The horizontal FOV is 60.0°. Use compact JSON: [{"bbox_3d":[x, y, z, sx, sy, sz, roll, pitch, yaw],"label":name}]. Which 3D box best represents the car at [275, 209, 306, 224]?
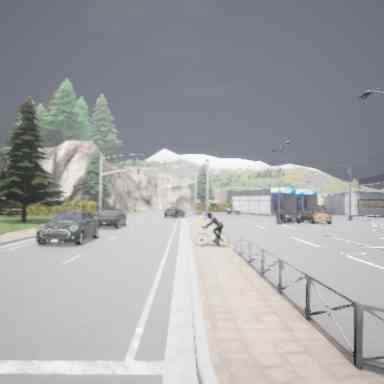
[{"bbox_3d":[10.738,2.698,37.427,2.007,1.523,4.514,1,-2,-1],"label":"car"}]

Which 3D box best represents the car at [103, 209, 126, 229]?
[{"bbox_3d":[-6.819,2.221,28.169,1.882,1.535,5.008,1,-2,-1],"label":"car"}]

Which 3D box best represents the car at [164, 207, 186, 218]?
[{"bbox_3d":[-2.377,2.910,47.510,2.128,1.511,4.902,0,-2,18],"label":"car"}]

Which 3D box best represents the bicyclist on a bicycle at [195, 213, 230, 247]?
[{"bbox_3d":[0.969,1.813,15.764,1.656,1.620,0.582,1,-2,-1],"label":"bicyclist on a bicycle"}]

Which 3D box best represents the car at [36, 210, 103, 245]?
[{"bbox_3d":[-6.569,1.789,17.994,2.097,1.767,4.553,1,-2,-1],"label":"car"}]

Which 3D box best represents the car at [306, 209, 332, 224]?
[{"bbox_3d":[13.873,2.751,37.526,2.152,1.636,5.027,1,-2,-1],"label":"car"}]
